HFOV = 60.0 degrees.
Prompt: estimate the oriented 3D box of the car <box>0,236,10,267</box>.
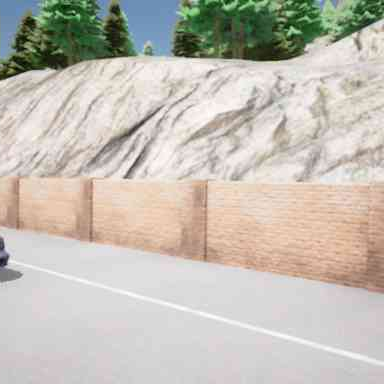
[{"bbox_3d":[-6.754,1.215,8.404,5.357,1.411,2.033,2,1,34],"label":"car"}]
